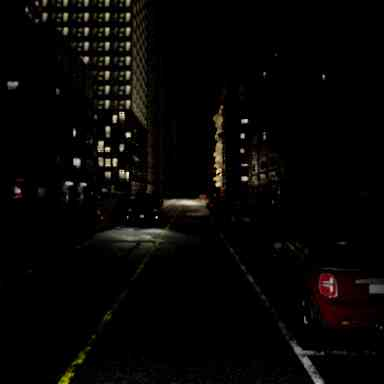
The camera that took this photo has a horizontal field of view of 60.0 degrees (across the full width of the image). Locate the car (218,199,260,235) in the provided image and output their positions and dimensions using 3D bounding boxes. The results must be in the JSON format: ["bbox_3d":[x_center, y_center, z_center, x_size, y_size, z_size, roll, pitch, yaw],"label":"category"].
[{"bbox_3d":[2.687,1.374,18.103,1.967,1.590,4.097,0,0,0],"label":"car"}]

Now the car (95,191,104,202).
[{"bbox_3d":[-17.573,0.819,54.511,5.009,1.841,2.192,1,-1,0],"label":"car"}]

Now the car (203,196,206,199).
[{"bbox_3d":[2.681,1.422,40.834,1.947,1.339,4.313,0,0,0],"label":"car"}]

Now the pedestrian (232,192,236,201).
[{"bbox_3d":[6.122,0.971,48.893,0.375,1.860,0.375,0,0,0],"label":"pedestrian"}]

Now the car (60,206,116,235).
[{"bbox_3d":[-5.694,1.515,18.100,1.802,1.307,4.206,0,0,0],"label":"car"}]

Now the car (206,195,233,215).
[{"bbox_3d":[2.684,1.209,29.468,2.192,1.841,5.009,0,0,0],"label":"car"}]

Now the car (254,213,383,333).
[{"bbox_3d":[2.690,1.415,6.738,1.967,1.590,4.097,0,0,0],"label":"car"}]

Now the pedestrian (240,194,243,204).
[{"bbox_3d":[7.123,1.135,47.693,0.375,1.860,0.375,0,0,0],"label":"pedestrian"}]

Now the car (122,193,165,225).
[{"bbox_3d":[-3.106,1.136,23.385,2.150,2.045,5.566,0,0,0],"label":"car"}]

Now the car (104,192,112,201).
[{"bbox_3d":[-17.709,0.810,62.889,5.009,1.841,2.192,1,-1,0],"label":"car"}]

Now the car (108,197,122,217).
[{"bbox_3d":[-5.696,1.334,29.464,1.967,1.590,4.097,0,0,0],"label":"car"}]

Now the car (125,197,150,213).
[{"bbox_3d":[-5.697,1.315,35.146,1.967,1.590,4.097,0,0,0],"label":"car"}]

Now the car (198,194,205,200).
[{"bbox_3d":[2.720,1.309,82.857,1.802,1.307,4.206,0,0,0],"label":"car"}]

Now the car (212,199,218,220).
[{"bbox_3d":[2.685,1.438,23.956,1.752,1.417,4.829,0,0,0],"label":"car"}]
